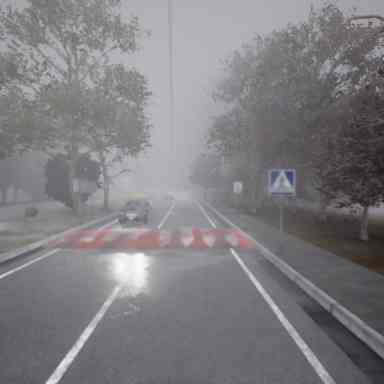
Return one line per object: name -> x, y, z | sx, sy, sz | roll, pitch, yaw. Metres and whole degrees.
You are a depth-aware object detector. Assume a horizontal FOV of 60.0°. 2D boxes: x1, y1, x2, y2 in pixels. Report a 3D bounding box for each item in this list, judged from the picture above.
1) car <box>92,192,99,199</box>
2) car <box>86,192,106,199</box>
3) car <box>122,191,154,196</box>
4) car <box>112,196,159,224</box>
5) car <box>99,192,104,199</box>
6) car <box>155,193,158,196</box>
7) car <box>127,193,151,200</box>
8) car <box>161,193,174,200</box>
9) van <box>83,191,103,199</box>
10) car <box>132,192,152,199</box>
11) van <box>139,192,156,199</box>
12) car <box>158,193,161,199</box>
car -> -24.780, 0.692, 75.716 | 5.566, 2.045, 2.435 | 0, -1, -1
car -> -24.923, 1.036, 86.788 | 4.553, 1.767, 2.185 | 0, -1, -1
car -> -11.384, 0.851, 70.192 | 5.366, 1.575, 1.946 | 0, -1, -1
car -> -3.686, 1.255, 22.395 | 2.128, 1.511, 4.902 | 0, 1, -1
car -> -24.847, 1.050, 81.246 | 4.892, 1.521, 2.231 | 0, -1, -1
car -> -11.744, 0.780, 81.280 | 5.566, 2.045, 2.435 | 0, -1, -1
car -> -11.626, 0.888, 72.957 | 4.892, 1.521, 2.231 | 0, -1, -1
car -> -4.383, 0.869, 63.538 | 1.812, 1.442, 4.674 | 0, 0, 0
van -> -25.020, 0.880, 84.018 | 4.442, 1.987, 1.878 | 0, -1, -1
car -> -11.753, 0.852, 78.506 | 4.553, 1.767, 2.185 | 0, -1, -1
van -> -12.040, 0.975, 89.602 | 4.442, 1.987, 1.878 | 0, -1, -1
car -> -11.979, 1.258, 92.375 | 5.008, 1.535, 2.097 | 0, -1, -1
